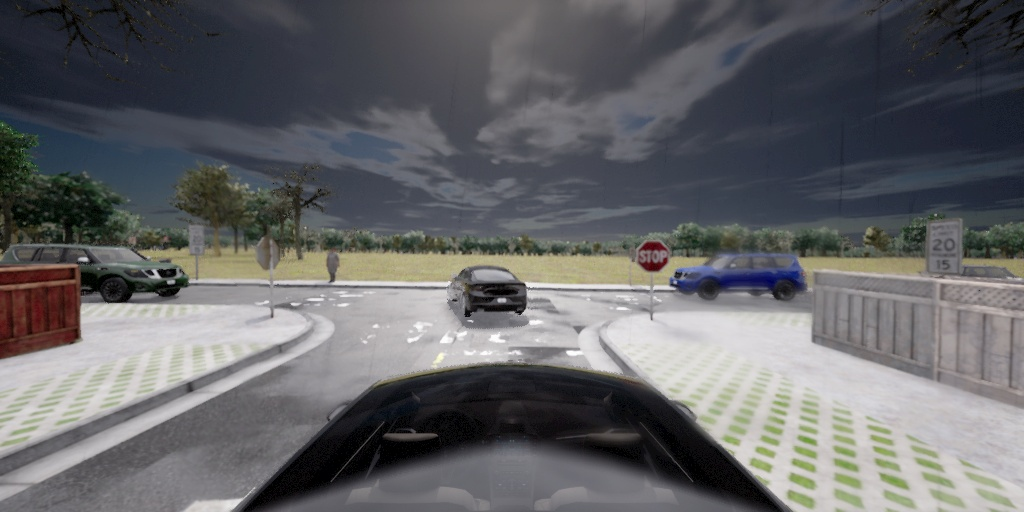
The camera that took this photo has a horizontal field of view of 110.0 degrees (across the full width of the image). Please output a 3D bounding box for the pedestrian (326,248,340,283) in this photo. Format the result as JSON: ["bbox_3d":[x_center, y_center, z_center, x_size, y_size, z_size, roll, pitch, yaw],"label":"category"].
[{"bbox_3d":[-9.634,0.478,19.254,0.375,1.860,0.375,0,0,0],"label":"pedestrian"}]

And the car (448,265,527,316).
[{"bbox_3d":[-1.013,1.062,12.657,1.882,1.535,5.008,1,1,-17],"label":"car"}]

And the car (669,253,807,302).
[{"bbox_3d":[10.231,0.898,16.406,5.566,2.045,2.150,1,1,0],"label":"car"}]

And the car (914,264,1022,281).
[{"bbox_3d":[20.219,1.169,16.431,4.553,1.767,2.097,1,1,0],"label":"car"}]

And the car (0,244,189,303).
[{"bbox_3d":[-15.481,0.585,13.379,5.566,2.045,2.150,1,1,0],"label":"car"}]
